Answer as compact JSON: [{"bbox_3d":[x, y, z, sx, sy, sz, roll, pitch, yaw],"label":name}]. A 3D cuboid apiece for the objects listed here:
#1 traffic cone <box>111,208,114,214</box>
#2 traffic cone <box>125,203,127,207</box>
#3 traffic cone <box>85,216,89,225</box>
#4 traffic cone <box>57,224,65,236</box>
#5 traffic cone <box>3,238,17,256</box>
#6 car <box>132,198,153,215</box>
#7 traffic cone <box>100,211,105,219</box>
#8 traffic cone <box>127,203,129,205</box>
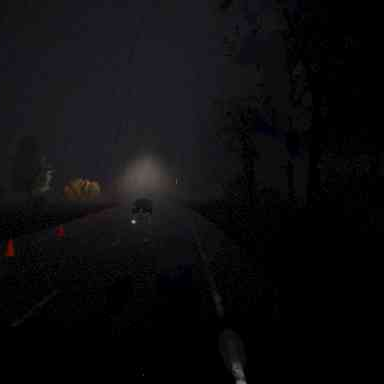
[{"bbox_3d":[-7.498,1.798,31.286,0.340,0.580,0.340,0,0,-5],"label":"traffic cone"},{"bbox_3d":[-8.514,1.766,41.150,0.340,0.580,0.340,0,0,-7],"label":"traffic cone"},{"bbox_3d":[-6.749,1.840,21.399,0.340,0.580,0.340,0,0,-4],"label":"traffic cone"},{"bbox_3d":[-6.474,1.862,16.449,0.340,0.580,0.340,0,0,-3],"label":"traffic cone"},{"bbox_3d":[-6.267,1.887,11.496,0.340,0.580,0.340,0,0,-2],"label":"traffic cone"},{"bbox_3d":[-4.737,1.360,32.089,1.812,1.442,4.674,0,0,-5],"label":"car"},{"bbox_3d":[-7.090,1.818,26.345,0.340,0.580,0.340,0,0,-4],"label":"traffic cone"},{"bbox_3d":[-9.122,1.755,46.071,0.340,0.580,0.340,0,0,-7],"label":"traffic cone"}]
